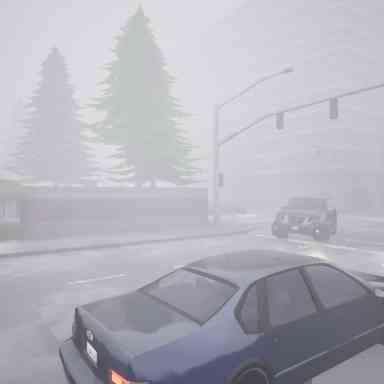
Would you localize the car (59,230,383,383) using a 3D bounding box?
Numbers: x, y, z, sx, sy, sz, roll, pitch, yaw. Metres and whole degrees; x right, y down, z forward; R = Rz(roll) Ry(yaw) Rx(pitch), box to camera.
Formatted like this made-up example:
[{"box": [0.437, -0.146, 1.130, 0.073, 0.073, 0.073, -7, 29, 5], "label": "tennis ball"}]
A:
[{"box": [1.110, 1.547, 4.573, 5.357, 1.411, 2.033, 0, 0, -35], "label": "car"}]

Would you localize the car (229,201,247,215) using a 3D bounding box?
[{"box": [3.811, 1.619, 35.091, 1.994, 1.385, 4.181, 0, 0, -35], "label": "car"}]

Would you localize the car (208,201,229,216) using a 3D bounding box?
[{"box": [1.087, 1.560, 32.878, 1.837, 1.490, 4.892, 0, 0, -35], "label": "car"}]

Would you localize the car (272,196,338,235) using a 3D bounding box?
[{"box": [5.963, 1.250, 16.869, 2.150, 2.045, 5.566, 2, 0, 32], "label": "car"}]
